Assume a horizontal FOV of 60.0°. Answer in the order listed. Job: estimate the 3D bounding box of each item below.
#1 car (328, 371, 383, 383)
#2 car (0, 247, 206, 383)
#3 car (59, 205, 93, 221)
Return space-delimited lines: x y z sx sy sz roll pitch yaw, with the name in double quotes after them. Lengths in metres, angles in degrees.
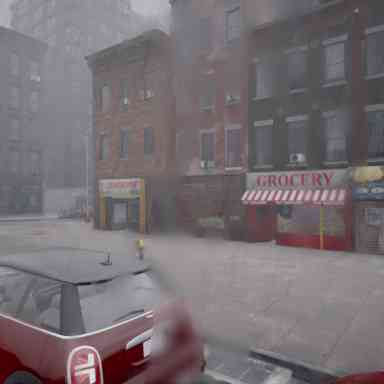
2.533 1.544 0.998 4.507 1.381 1.887 0 0 36 "car"
-1.929 1.441 4.219 4.097 1.590 1.967 0 0 36 "car"
-11.054 2.064 33.509 1.812 1.442 4.674 -1 -2 36 "car"
